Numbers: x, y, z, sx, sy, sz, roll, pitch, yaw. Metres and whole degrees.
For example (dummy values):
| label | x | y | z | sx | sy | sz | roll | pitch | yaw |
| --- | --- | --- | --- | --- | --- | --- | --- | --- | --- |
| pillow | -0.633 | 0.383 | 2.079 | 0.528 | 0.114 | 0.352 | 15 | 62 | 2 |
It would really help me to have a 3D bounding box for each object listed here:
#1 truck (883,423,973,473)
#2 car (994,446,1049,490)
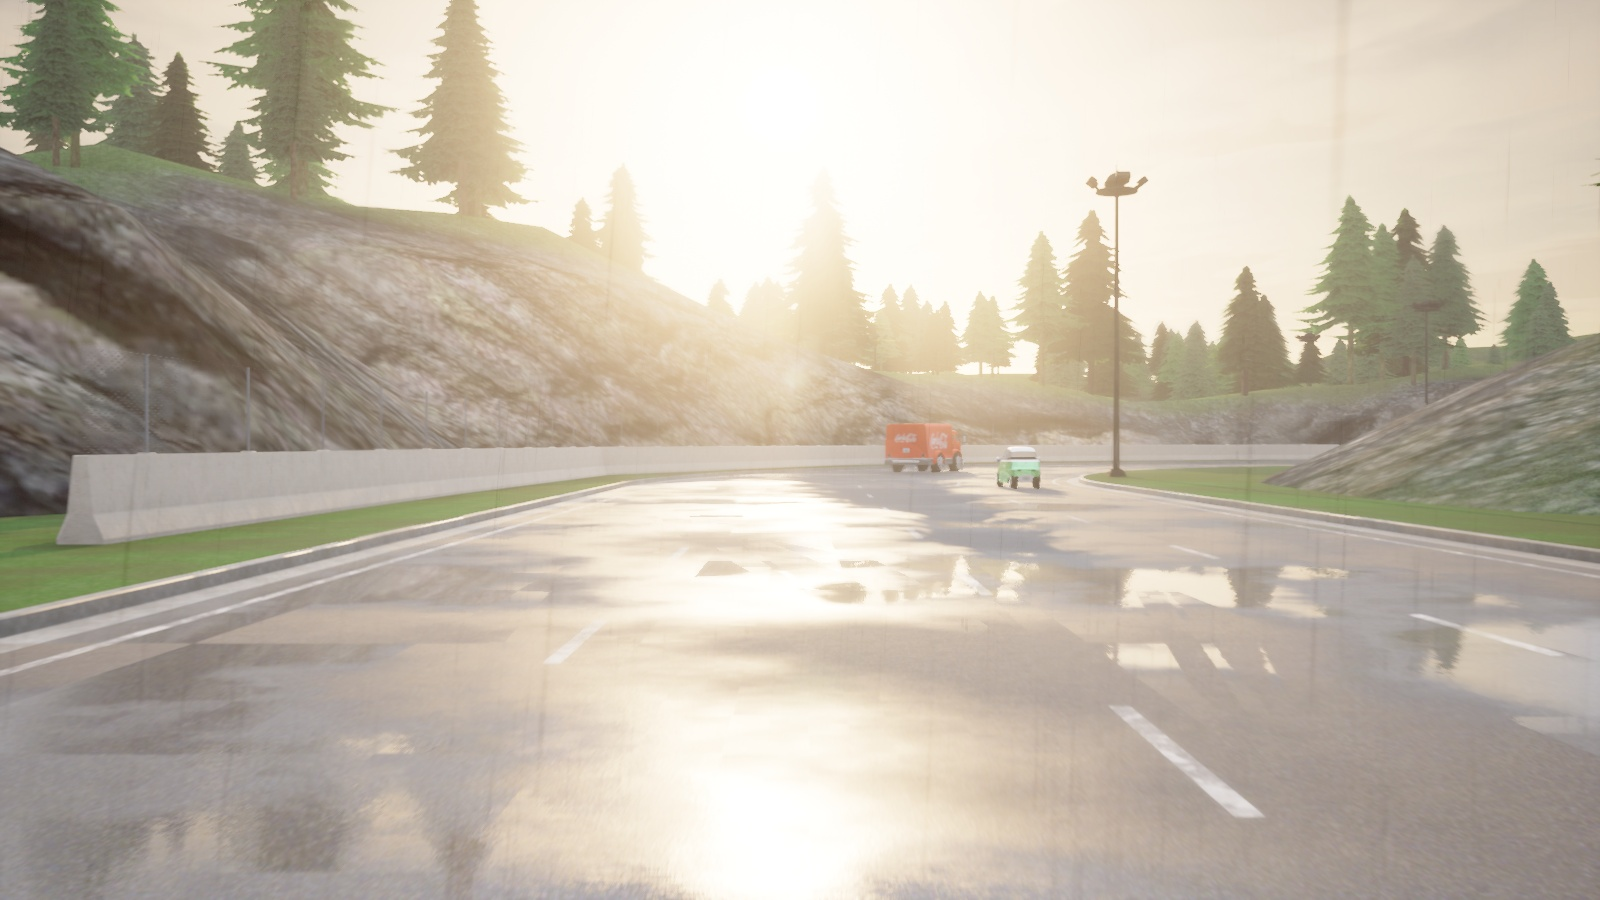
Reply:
| label | x | y | z | sx | sy | sz | roll | pitch | yaw |
| --- | --- | --- | --- | --- | --- | --- | --- | --- | --- |
| truck | 6.568 | -0.095 | 63.912 | 2.627 | 2.467 | 5.204 | 0 | 0 | 30 |
| car | 7.286 | 0.573 | 41.481 | 1.481 | 1.376 | 2.207 | 0 | 1 | 1 |
